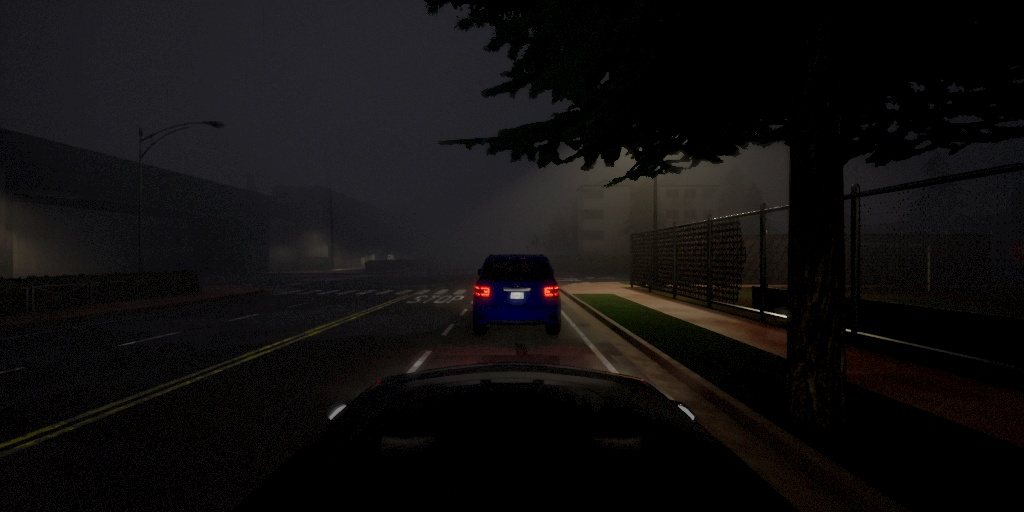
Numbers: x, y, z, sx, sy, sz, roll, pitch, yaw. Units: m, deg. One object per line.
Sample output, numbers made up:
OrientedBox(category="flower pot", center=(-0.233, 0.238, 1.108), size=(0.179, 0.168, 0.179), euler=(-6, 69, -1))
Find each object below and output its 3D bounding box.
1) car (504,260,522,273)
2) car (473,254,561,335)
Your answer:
OrientedBox(category="car", center=(0.069, 1.242, 45.524), size=(2.128, 1.511, 4.902), euler=(0, 0, 0))
OrientedBox(category="car", center=(0.124, 0.972, 10.649), size=(2.150, 2.045, 5.566), euler=(0, 0, 0))
